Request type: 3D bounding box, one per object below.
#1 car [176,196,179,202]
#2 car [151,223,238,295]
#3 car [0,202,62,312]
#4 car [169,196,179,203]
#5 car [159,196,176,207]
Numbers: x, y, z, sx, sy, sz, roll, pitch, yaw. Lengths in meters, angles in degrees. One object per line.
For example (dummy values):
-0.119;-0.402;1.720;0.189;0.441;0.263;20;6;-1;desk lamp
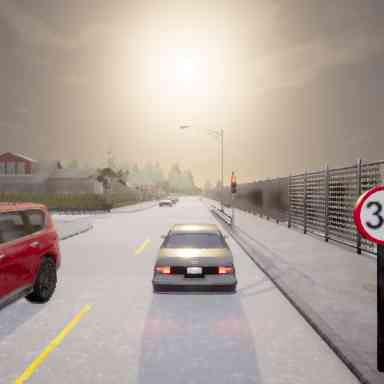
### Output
-3.943;1.478;61.567;1.882;1.535;5.008;0;0;0;car
0.071;1.547;8.880;2.033;1.411;5.357;0;0;1;car
-4.039;1.221;5.309;2.150;2.045;5.566;0;0;1;car
-3.860;1.553;71.571;1.994;1.385;4.181;0;0;0;car
-3.995;1.547;51.723;2.033;1.411;5.357;0;0;0;car
